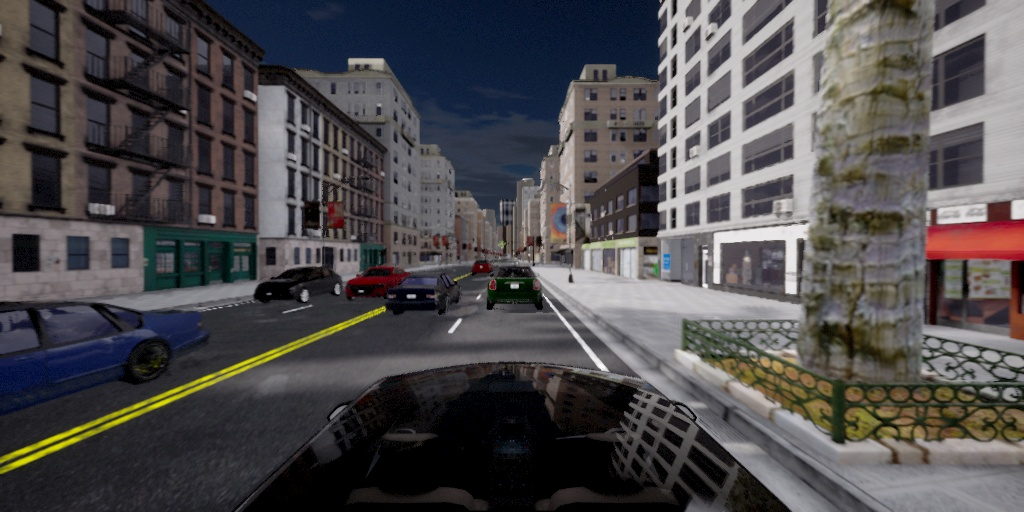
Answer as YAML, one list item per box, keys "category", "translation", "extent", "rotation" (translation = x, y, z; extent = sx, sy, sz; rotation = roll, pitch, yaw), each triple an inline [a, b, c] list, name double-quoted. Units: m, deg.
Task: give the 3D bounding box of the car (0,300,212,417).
- category: "car"
  translation: [-6.601, 1.301, 4.341]
  extent: [2.033, 1.411, 5.357]
  rotation: [0, 0, 0]

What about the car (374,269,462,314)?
- category: "car"
  translation: [-3.153, 1.315, 13.736]
  extent: [2.033, 1.411, 5.357]
  rotation: [0, 0, 0]

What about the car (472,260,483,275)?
- category: "car"
  translation: [-3.160, 1.163, 39.265]
  extent: [2.097, 1.767, 4.553]
  rotation: [0, 0, 0]

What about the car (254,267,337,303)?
- category: "car"
  translation: [-9.762, 1.277, 16.862]
  extent: [1.837, 1.490, 4.892]
  rotation: [0, 0, 0]

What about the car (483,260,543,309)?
- category: "car"
  translation: [0.097, 1.121, 15.104]
  extent: [2.097, 1.767, 4.553]
  rotation: [0, 0, 0]

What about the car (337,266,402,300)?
- category: "car"
  translation: [-6.504, 1.252, 17.975]
  extent: [1.882, 1.535, 5.008]
  rotation: [0, 0, 0]
